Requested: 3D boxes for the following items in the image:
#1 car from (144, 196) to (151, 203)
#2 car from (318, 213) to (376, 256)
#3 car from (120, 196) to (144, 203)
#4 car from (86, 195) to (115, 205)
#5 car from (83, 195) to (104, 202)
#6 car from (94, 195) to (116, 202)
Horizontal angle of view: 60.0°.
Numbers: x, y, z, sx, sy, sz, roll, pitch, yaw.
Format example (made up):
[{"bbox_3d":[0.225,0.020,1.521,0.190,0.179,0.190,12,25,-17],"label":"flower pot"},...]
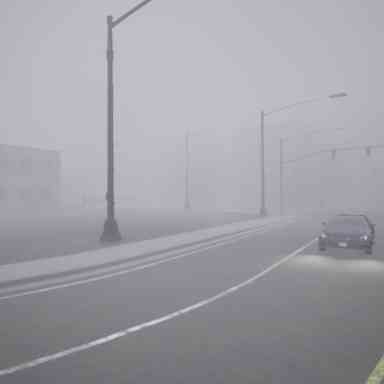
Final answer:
[{"bbox_3d":[-11.497,1.673,74.297,4.902,1.511,2.128,0,0,32],"label":"car"},{"bbox_3d":[6.580,1.618,13.899,1.812,1.442,4.674,-1,-1,31],"label":"car"},{"bbox_3d":[-13.347,1.609,71.327,5.008,1.535,1.882,0,0,32],"label":"car"},{"bbox_3d":[-16.591,1.612,60.909,4.902,1.511,2.128,0,0,32],"label":"car"},{"bbox_3d":[-22.903,1.497,77.283,4.892,1.490,1.837,0,0,32],"label":"car"},{"bbox_3d":[-21.052,1.553,80.253,5.357,1.411,2.033,0,0,32],"label":"car"}]
